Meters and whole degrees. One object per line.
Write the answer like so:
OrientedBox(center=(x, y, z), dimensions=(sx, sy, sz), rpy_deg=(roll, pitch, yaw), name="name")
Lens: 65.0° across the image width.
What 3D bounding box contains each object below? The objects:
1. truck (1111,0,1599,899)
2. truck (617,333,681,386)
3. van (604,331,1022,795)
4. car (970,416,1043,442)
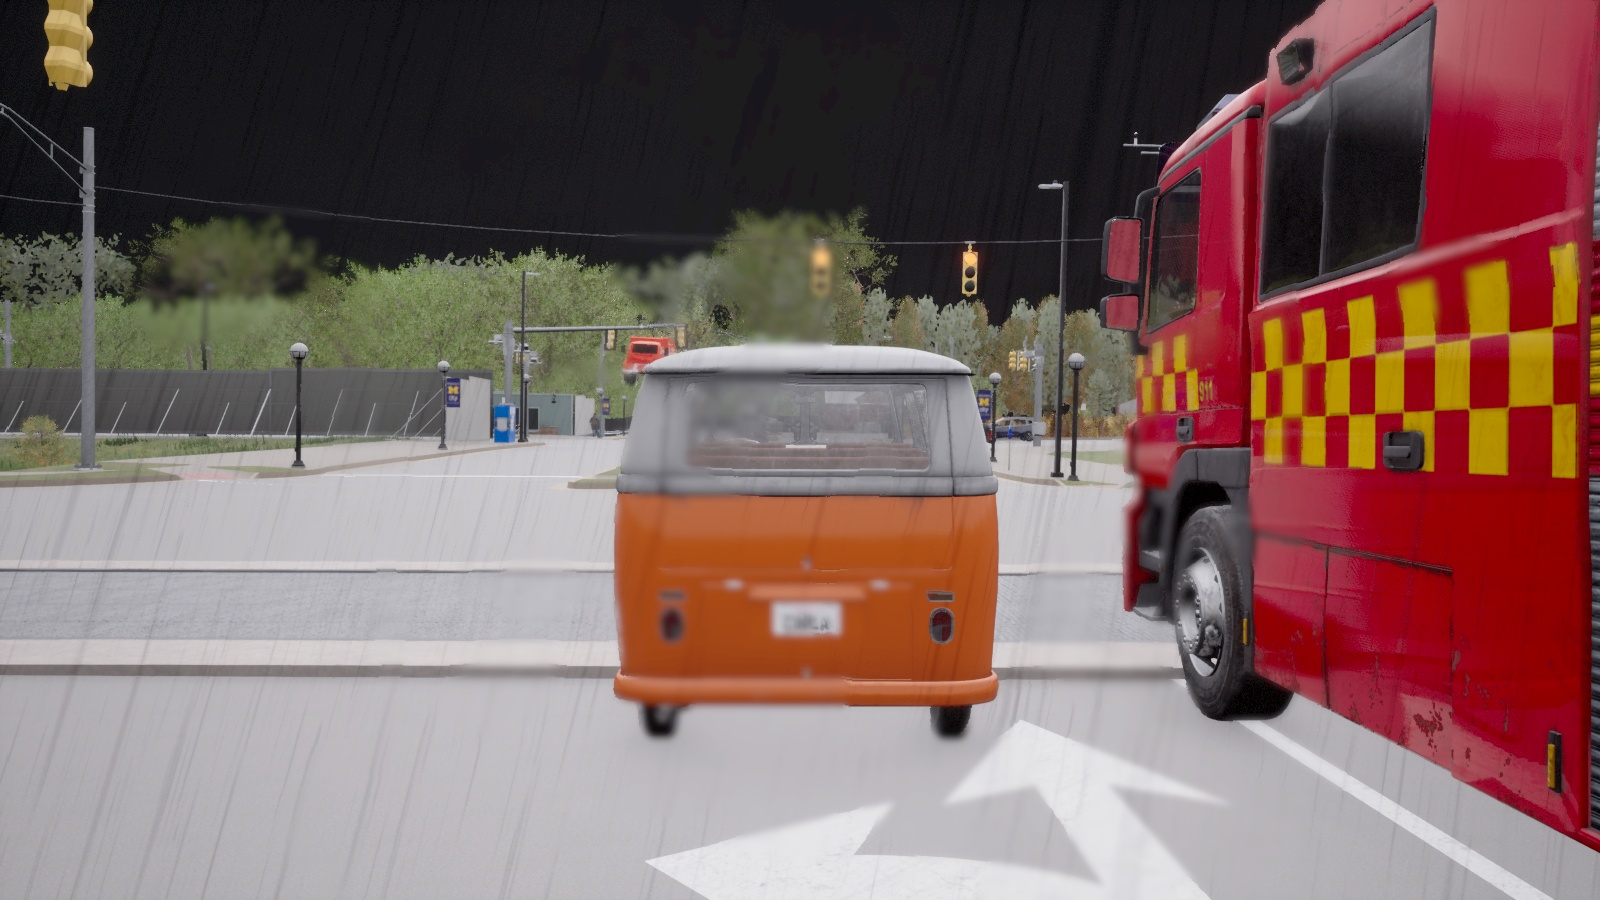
OrientedBox(center=(3.567, -0.440, 4.371), dimensions=(2.891, 3.827, 8.468), rpy_deg=(0, 0, 0), name="truck")
OrientedBox(center=(-8.159, -4.874, 68.417), dimensions=(2.627, 2.467, 5.204), rpy_deg=(3, 1, 1), name="truck")
OrientedBox(center=(0.055, 0.406, 7.595), dimensions=(1.775, 1.987, 4.442), rpy_deg=(0, 2, 0), name="van")
OrientedBox(center=(14.023, -1.456, 85.497), dimensions=(4.611, 1.667, 2.242), rpy_deg=(-1, 2, 0), name="car")
